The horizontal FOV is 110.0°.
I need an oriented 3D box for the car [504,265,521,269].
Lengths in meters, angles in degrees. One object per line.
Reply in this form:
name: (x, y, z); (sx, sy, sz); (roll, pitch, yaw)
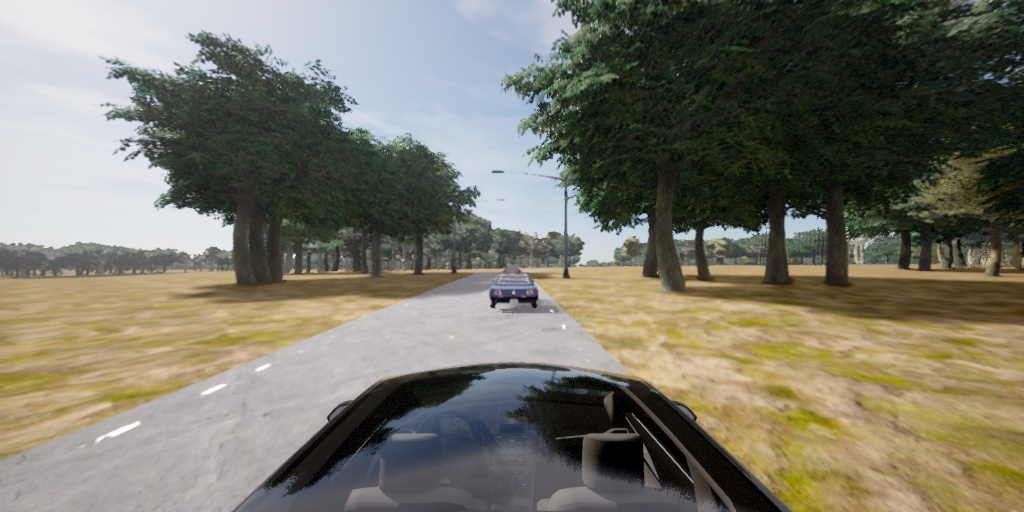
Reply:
car: (0.024, 1.673, 40.332); (1.994, 1.385, 4.181); (0, -1, 0)

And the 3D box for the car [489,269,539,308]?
car: (0.074, 1.426, 15.710); (1.895, 1.301, 4.718); (0, 0, 0)
